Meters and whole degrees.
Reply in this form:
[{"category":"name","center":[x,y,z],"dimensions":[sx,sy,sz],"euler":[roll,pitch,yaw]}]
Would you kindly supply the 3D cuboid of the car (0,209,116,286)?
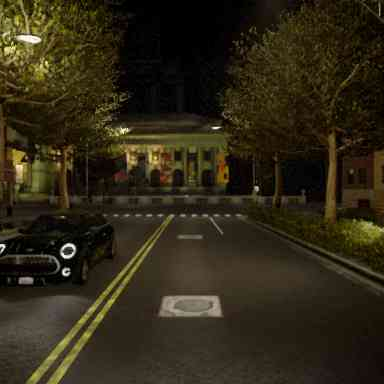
[{"category":"car","center":[-3.642,1.350,9.515],"dimensions":[2.097,1.767,4.553],"euler":[0,0,0]}]
